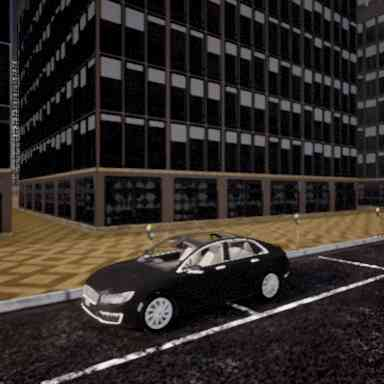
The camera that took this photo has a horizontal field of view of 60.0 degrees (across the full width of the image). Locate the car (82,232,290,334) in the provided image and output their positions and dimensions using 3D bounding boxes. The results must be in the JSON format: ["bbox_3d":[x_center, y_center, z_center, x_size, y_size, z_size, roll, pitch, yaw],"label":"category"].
[{"bbox_3d":[0.099,1.525,6.627,4.403,1.369,2.008,0,1,-36],"label":"car"}]
